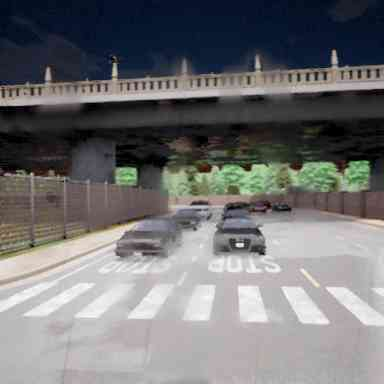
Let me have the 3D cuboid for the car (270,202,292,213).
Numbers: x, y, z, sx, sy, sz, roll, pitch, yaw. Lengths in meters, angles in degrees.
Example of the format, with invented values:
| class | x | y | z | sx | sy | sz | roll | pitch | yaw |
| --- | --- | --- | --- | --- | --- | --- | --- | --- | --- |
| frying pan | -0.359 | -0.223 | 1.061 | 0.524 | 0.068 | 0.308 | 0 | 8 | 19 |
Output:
| class | x | y | z | sx | sy | sz | roll | pitch | yaw |
| --- | --- | --- | --- | --- | --- | --- | --- | --- | --- |
| car | 12.520 | 2.112 | 46.592 | 1.994 | 1.385 | 4.181 | -1 | -1 | 1 |

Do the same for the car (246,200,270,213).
| class | x | y | z | sx | sy | sz | roll | pitch | yaw |
| --- | --- | --- | --- | --- | --- | --- | --- | --- | --- |
| car | 9.036 | 2.155 | 45.808 | 1.994 | 1.385 | 4.181 | -1 | -1 | 2 |

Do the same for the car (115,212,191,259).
| class | x | y | z | sx | sy | sz | roll | pitch | yaw |
| --- | --- | --- | --- | --- | --- | --- | --- | --- | --- |
| car | -1.542 | 1.822 | 14.242 | 2.033 | 1.411 | 5.357 | -1 | -1 | 8 |

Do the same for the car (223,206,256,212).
| class | x | y | z | sx | sy | sz | roll | pitch | yaw |
| --- | --- | --- | --- | --- | --- | --- | --- | --- | --- |
| car | 2.984 | 1.893 | 22.488 | 1.994 | 1.385 | 4.181 | -1 | -1 | 6 |

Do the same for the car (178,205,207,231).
| class | x | y | z | sx | sy | sz | roll | pitch | yaw |
| --- | --- | --- | --- | --- | --- | --- | --- | --- | --- |
| car | -0.322 | 1.956 | 24.241 | 2.033 | 1.411 | 5.357 | -1 | -1 | 7 |

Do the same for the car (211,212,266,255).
| class | x | y | z | sx | sy | sz | roll | pitch | yaw |
| --- | --- | --- | --- | --- | --- | --- | --- | --- | --- |
| car | 1.989 | 1.781 | 14.148 | 1.994 | 1.385 | 4.181 | -1 | -1 | 7 |

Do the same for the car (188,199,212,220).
| class | x | y | z | sx | sy | sz | roll | pitch | yaw |
| --- | --- | --- | --- | --- | --- | --- | --- | --- | --- |
| car | 0.929 | 1.772 | 34.772 | 2.150 | 2.045 | 5.566 | -1 | -1 | 7 |

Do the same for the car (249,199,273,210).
| class | x | y | z | sx | sy | sz | roll | pitch | yaw |
| --- | --- | --- | --- | --- | --- | --- | --- | --- | --- |
| car | 11.603 | 2.067 | 56.530 | 2.097 | 1.767 | 4.553 | -1 | -1 | -17 |

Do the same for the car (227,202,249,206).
| class | x | y | z | sx | sy | sz | roll | pitch | yaw |
| --- | --- | --- | --- | --- | --- | --- | --- | --- | --- |
| car | 4.027 | 1.952 | 31.267 | 1.837 | 1.490 | 4.892 | -1 | -1 | 7 |
